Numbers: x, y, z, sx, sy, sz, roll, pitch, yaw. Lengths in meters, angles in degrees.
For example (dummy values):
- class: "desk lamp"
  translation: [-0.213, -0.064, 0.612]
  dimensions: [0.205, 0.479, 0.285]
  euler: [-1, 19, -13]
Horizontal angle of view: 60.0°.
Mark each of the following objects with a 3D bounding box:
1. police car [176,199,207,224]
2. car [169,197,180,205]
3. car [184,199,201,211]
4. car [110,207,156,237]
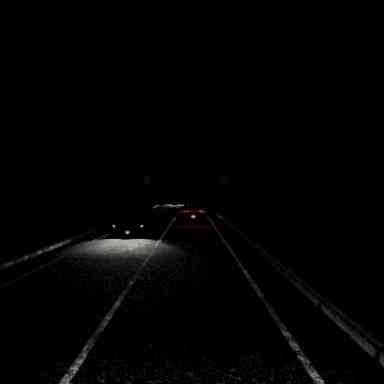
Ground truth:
- class: "police car"
  translation: [0.089, 1.549, 25.281]
  dimensions: [2.038, 1.542, 4.974]
  euler: [0, 0, 0]
- class: "car"
  translation: [-3.064, 1.572, 59.832]
  dimensions: [1.994, 1.385, 4.181]
  euler: [0, 0, 1]
- class: "car"
  translation: [0.083, 1.621, 42.943]
  dimensions: [2.033, 1.411, 5.357]
  euler: [0, 0, 0]
- class: "car"
  translation: [-3.107, 1.571, 18.652]
  dimensions: [2.033, 1.411, 5.357]
  euler: [0, 0, 0]
